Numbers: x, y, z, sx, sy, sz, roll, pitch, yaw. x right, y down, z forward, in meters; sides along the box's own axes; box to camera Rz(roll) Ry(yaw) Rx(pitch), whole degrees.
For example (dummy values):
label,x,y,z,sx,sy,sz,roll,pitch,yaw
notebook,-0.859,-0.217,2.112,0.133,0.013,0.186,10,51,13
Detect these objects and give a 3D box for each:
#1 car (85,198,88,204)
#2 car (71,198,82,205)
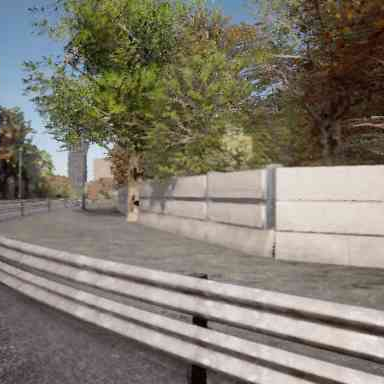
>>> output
label,x,y,z,sx,sy,sz,roll,pitch,yaw
car,-26.699,2.206,81.334,2.033,1.411,5.357,1,-1,-10
car,-24.998,1.929,71.198,2.128,1.511,4.902,1,-1,-10
